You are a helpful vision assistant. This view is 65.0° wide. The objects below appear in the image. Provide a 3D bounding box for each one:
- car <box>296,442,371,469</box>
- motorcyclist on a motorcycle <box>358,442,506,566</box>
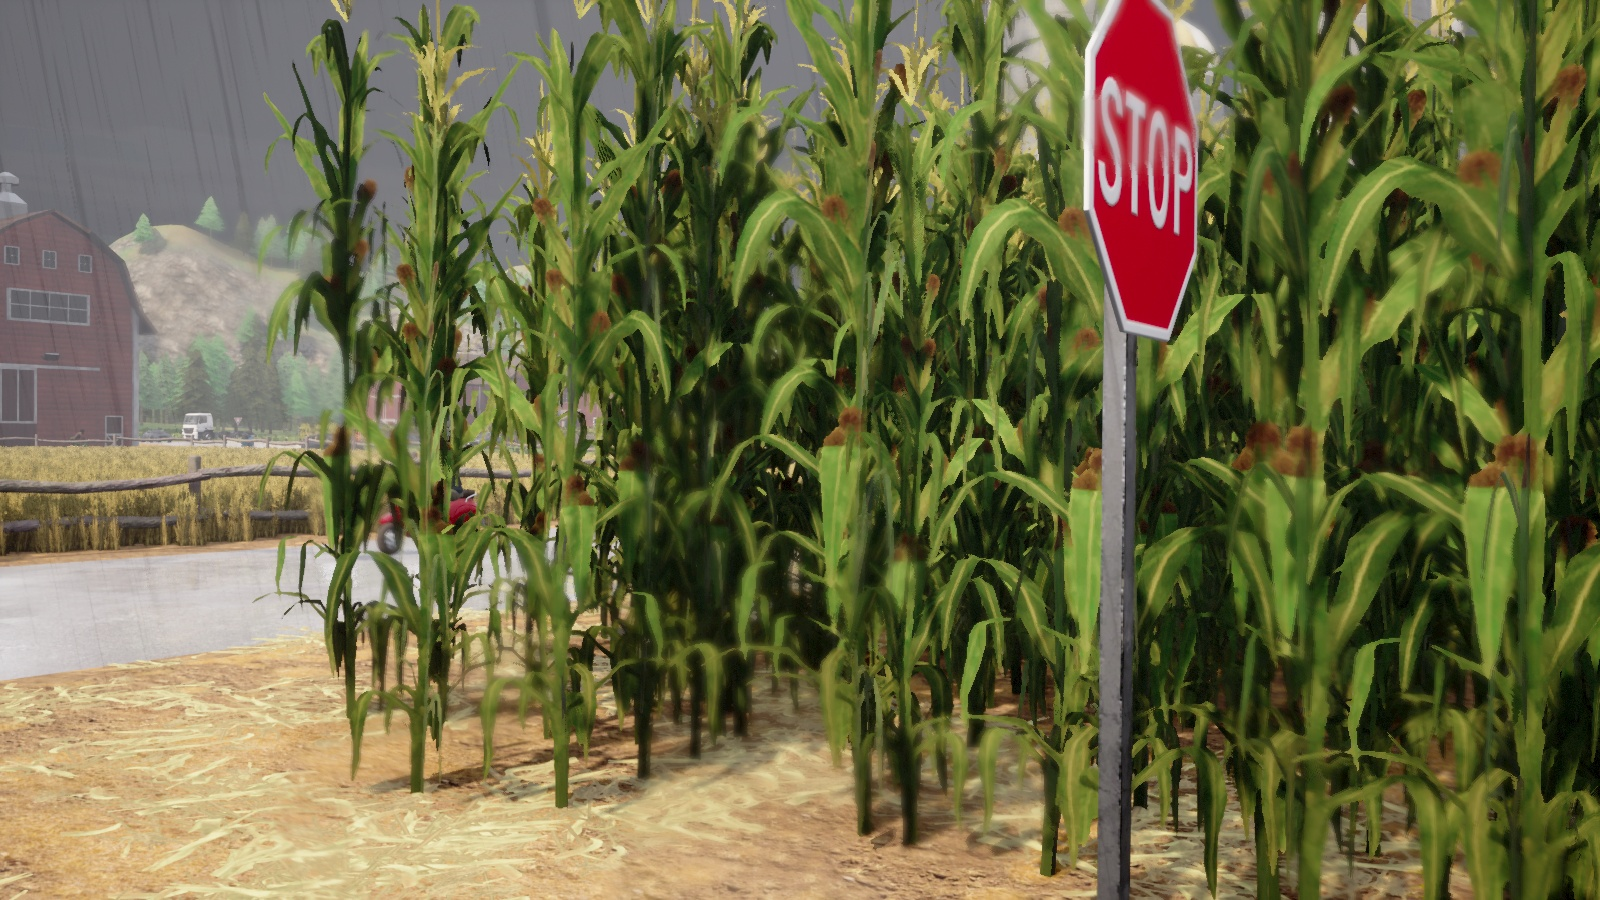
[{"bbox_3d":[-26.860,0.308,72.295,4.193,1.474,1.816,0,1,32],"label":"car"},{"bbox_3d":[-5.014,0.695,17.219,0.866,1.590,1.817,0,1,33],"label":"motorcyclist on a motorcycle"}]
